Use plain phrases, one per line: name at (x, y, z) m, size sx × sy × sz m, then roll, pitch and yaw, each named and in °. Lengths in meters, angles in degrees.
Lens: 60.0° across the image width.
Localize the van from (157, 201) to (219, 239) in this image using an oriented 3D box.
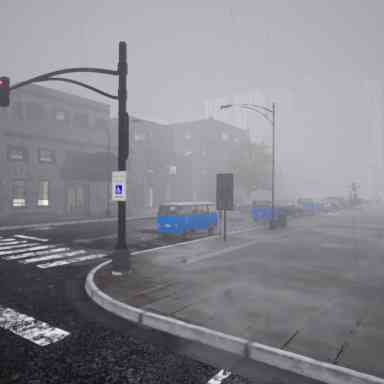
van at (-0.115, 1.407, 17.665) m, size 1.690 × 1.788 × 3.998 m, roll 0°, pitch 0°, yaw 35°

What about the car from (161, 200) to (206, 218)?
car at (-0.706, 1.558, 31.394) m, size 1.752 × 1.417 × 4.829 m, roll 0°, pitch 0°, yaw 35°

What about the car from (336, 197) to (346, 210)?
car at (18.940, 1.729, 44.766) m, size 1.947 × 1.339 × 4.313 m, roll 0°, pitch 0°, yaw 35°

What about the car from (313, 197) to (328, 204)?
car at (27.878, 1.729, 72.046) m, size 1.752 × 1.417 × 4.829 m, roll 0°, pitch 0°, yaw 35°

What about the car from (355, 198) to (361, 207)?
car at (25.295, 1.517, 53.801) m, size 2.192 × 1.841 × 5.009 m, roll 0°, pitch 0°, yaw 35°

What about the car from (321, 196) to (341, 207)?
car at (22.967, 1.534, 54.986) m, size 2.097 × 1.767 × 4.553 m, roll 1°, pitch 0°, yaw 35°

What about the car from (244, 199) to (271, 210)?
car at (8.920, 1.629, 45.085) m, size 1.887 × 1.381 × 4.507 m, roll 0°, pitch 0°, yaw 35°

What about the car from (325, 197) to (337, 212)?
car at (15.863, 1.671, 40.389) m, size 1.752 × 1.417 × 4.829 m, roll 0°, pitch 0°, yaw 35°

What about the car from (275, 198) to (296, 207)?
car at (15.272, 1.666, 54.118) m, size 1.887 × 1.381 × 4.507 m, roll 0°, pitch 0°, yaw 35°

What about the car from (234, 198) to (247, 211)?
car at (5.745, 1.507, 40.568) m, size 1.967 × 1.590 × 4.097 m, roll 0°, pitch 0°, yaw 35°

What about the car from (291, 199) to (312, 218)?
car at (9.412, 1.656, 31.215) m, size 1.887 × 1.381 × 4.507 m, roll 0°, pitch 0°, yaw 35°

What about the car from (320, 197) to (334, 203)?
car at (31.152, 1.793, 76.702) m, size 1.947 × 1.339 × 4.313 m, roll 0°, pitch 0°, yaw 35°

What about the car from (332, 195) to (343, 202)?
car at (37.504, 1.713, 85.736) m, size 1.967 × 1.590 × 4.097 m, roll 0°, pitch 0°, yaw 35°

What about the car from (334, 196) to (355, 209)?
car at (22.118, 1.497, 49.284) m, size 2.192 × 1.841 × 5.009 m, roll 0°, pitch 0°, yaw 35°

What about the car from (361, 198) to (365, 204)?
car at (28.567, 1.748, 58.456) m, size 1.752 × 1.417 × 4.829 m, roll 0°, pitch 0°, yaw 35°

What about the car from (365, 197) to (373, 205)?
car at (34.821, 1.810, 67.351) m, size 1.887 × 1.381 × 4.507 m, roll 0°, pitch 0°, yaw 35°

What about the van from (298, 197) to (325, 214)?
van at (12.590, 1.469, 35.732) m, size 1.690 × 1.788 × 3.998 m, roll 0°, pitch 0°, yaw 35°

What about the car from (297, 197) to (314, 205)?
car at (21.624, 1.706, 63.152) m, size 1.887 × 1.381 × 4.507 m, roll 0°, pitch 0°, yaw 35°

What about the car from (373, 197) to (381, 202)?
car at (44.350, 1.900, 80.901) m, size 1.947 × 1.339 × 4.313 m, roll 0°, pitch 0°, yaw 35°

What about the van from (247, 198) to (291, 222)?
van at (6.237, 1.436, 26.699) m, size 1.690 × 1.788 × 3.998 m, roll 0°, pitch 0°, yaw 35°
